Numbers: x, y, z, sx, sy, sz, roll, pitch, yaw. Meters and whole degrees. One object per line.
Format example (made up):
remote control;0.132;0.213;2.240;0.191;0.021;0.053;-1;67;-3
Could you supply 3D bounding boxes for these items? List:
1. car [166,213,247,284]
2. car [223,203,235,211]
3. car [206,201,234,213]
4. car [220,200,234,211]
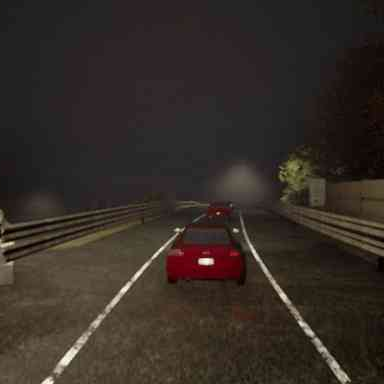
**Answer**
car;0.419;1.535;9.533;1.994;1.385;4.181;0;0;3
car;6.670;2.723;59.133;1.895;1.301;4.718;0;-4;9
car;2.226;1.422;26.840;1.882;1.535;5.008;0;0;7
car;5.592;2.181;52.178;1.882;1.535;5.008;0;-3;9
